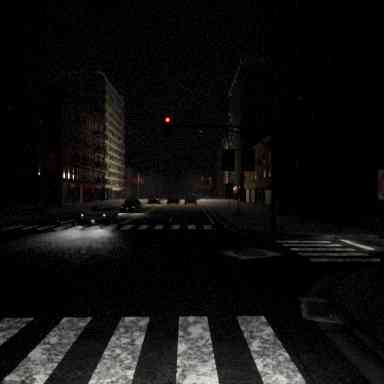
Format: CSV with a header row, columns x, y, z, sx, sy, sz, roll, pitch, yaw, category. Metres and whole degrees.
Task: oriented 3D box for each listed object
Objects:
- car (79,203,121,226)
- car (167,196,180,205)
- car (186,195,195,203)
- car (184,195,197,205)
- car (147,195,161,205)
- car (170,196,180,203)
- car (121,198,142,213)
x,y,z,sx,sy,sz,roll,pitch,yaw,category
-6.584,1.601,23.885,1.895,1.301,4.718,0,0,-3,car
-3.410,1.469,59.711,1.882,1.535,5.008,0,0,0,car
-0.296,1.467,68.314,1.882,1.535,5.008,0,0,0,car
-0.252,1.344,58.281,2.097,1.767,4.553,0,0,0,car
-6.797,1.343,59.604,2.097,1.767,4.553,0,0,0,car
-3.468,1.590,69.864,1.895,1.301,4.718,0,0,0,car
-6.768,1.502,37.186,1.837,1.490,4.892,0,0,0,car
